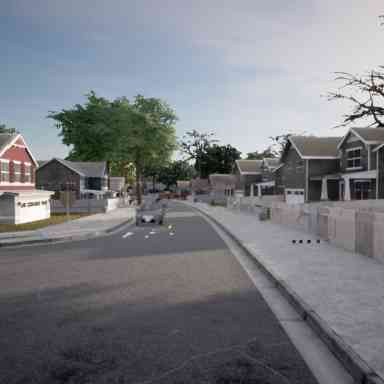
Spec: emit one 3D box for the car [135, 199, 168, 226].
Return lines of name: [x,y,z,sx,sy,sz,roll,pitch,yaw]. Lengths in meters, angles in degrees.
car: [-2.889,1.517,23.616,2.128,1.511,4.902,0,0,-2]
